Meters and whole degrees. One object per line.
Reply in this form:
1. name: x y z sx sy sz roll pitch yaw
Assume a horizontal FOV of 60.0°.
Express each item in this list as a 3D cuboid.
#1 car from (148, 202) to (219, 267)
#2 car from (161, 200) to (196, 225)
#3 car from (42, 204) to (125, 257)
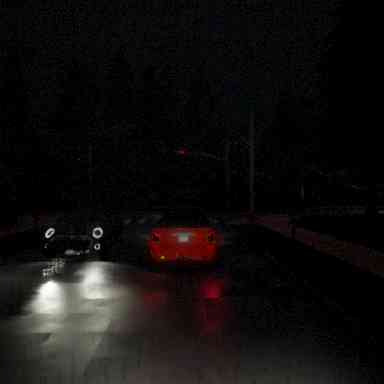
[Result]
1. car: -0.289 1.335 11.562 2.097 1.767 4.553 0 0 -1
2. car: -1.159 1.468 25.430 2.033 1.411 5.357 0 2 -9
3. car: -3.957 1.336 12.874 2.097 1.767 4.553 0 0 -2
